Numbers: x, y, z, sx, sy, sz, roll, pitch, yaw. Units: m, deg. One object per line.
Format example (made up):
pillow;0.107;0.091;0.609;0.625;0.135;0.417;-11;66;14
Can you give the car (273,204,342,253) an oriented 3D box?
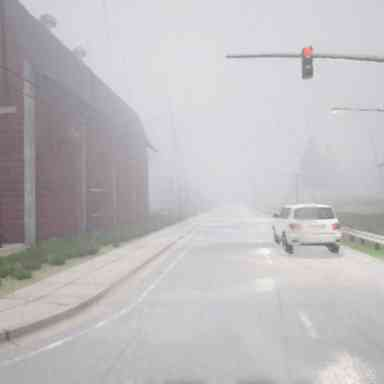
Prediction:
car;5.167;1.589;15.572;2.150;2.045;5.566;-1;-2;7
